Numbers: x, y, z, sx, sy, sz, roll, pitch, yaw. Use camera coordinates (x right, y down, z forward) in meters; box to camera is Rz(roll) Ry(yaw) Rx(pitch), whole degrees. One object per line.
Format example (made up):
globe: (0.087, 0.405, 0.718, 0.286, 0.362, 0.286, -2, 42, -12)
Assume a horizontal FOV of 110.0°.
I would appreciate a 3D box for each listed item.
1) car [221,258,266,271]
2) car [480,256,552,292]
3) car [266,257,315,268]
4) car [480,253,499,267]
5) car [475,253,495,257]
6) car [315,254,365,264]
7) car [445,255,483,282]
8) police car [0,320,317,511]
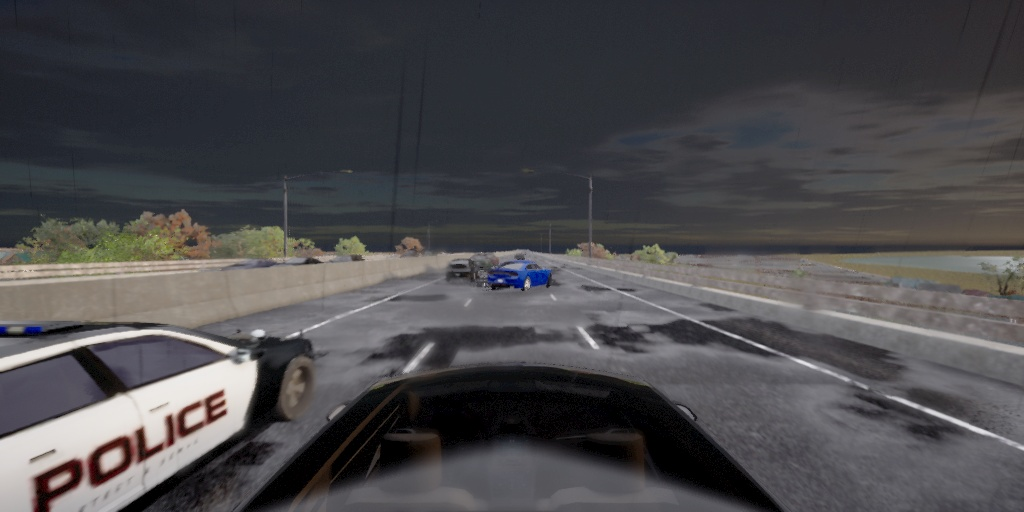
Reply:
car: (-20.855, 0.875, 29.269, 2.033, 1.411, 5.357, 0, 1, 1)
car: (0.549, 0.969, 19.060, 1.882, 1.535, 5.008, 2, 2, 27)
car: (-17.345, 0.805, 29.477, 1.882, 1.535, 5.008, 0, 1, 1)
car: (-2.896, 0.451, 46.653, 2.097, 1.767, 4.553, 0, 1, 2)
car: (-3.152, 0.603, 35.689, 2.097, 1.767, 4.553, 0, 1, 1)
car: (-13.839, 0.676, 29.785, 2.097, 1.767, 4.553, 0, 1, 1)
car: (-3.338, 0.910, 24.755, 1.837, 1.490, 4.892, 0, 1, 1)
police car: (-3.501, 1.236, 2.822, 2.038, 1.542, 4.974, 0, 1, 0)
